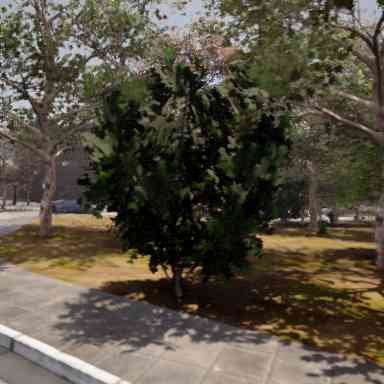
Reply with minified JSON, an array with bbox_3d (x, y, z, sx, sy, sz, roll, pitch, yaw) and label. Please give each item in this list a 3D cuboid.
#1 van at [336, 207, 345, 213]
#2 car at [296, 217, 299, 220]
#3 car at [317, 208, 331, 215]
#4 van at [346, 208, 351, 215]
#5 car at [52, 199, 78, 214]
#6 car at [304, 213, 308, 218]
[{"bbox_3d":[34.897,4.562,81.926,4.442,1.987,1.878,3,-1,-38],"label":"van"},{"bbox_3d":[14.455,3.640,51.014,4.718,1.301,1.895,4,-1,-38],"label":"car"},{"bbox_3d":[30.625,4.318,78.538,5.566,2.045,2.435,3,-1,-38],"label":"car"},{"bbox_3d":[39.241,4.781,85.369,4.442,1.987,1.878,3,-1,-38],"label":"van"},{"bbox_3d":[-10.541,1.304,29.014,1.994,1.385,4.181,1,-2,34],"label":"car"},{"bbox_3d":[18.067,3.844,58.032,5.357,1.411,2.033,3,-1,-39],"label":"car"}]
